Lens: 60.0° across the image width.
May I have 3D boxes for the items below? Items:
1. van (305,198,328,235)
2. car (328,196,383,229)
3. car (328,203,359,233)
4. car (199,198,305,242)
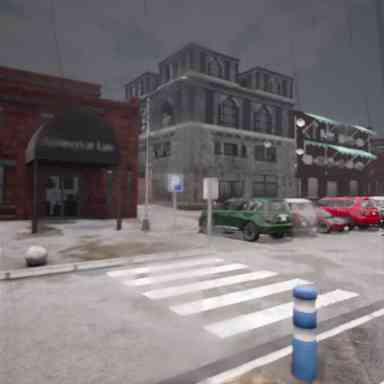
[{"bbox_3d":[5.013,1.369,18.930,1.878,1.987,4.442,0,0,-35],"label":"van"},{"bbox_3d":[9.460,1.372,22.270,2.435,2.045,5.566,0,0,-35],"label":"car"},{"bbox_3d":[7.329,1.640,20.686,2.163,1.488,4.792,0,0,-35],"label":"car"},{"bbox_3d":[2.665,1.326,17.441,2.435,2.045,5.566,0,0,-35],"label":"car"}]
